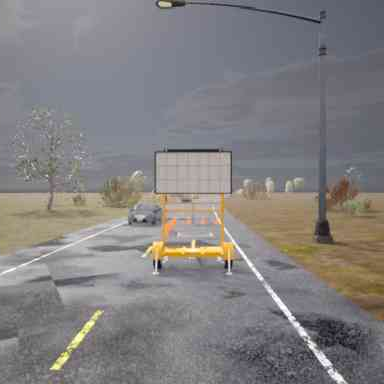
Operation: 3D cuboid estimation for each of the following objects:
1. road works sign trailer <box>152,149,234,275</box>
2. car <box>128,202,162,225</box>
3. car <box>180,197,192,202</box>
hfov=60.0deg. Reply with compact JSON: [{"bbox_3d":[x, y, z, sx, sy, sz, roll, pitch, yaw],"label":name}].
[{"bbox_3d":[0.043,0.463,10.463,2.380,3.560,2.880,0,0,1],"label":"road works sign trailer"},{"bbox_3d":[-3.263,1.488,23.689,2.128,1.511,4.902,0,0,2],"label":"car"},{"bbox_3d":[-1.130,1.585,64.464,1.895,1.301,4.718,0,0,5],"label":"car"}]
